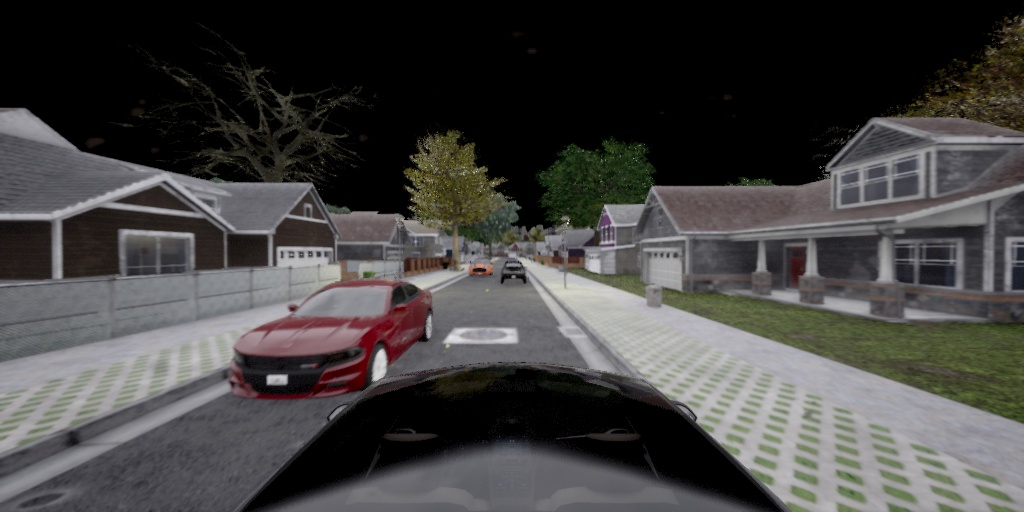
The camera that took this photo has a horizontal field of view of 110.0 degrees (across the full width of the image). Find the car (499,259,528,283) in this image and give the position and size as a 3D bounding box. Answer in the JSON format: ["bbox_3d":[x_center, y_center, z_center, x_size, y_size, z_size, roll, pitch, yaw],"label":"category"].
[{"bbox_3d":[0.107,1.127,26.552,1.837,1.490,4.892,0,0,0],"label":"car"}]

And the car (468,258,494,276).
[{"bbox_3d":[-2.839,0.934,33.623,2.097,1.767,4.553,0,0,0],"label":"car"}]

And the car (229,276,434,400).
[{"bbox_3d":[-2.841,1.202,6.844,1.882,1.535,5.008,0,1,0],"label":"car"}]
